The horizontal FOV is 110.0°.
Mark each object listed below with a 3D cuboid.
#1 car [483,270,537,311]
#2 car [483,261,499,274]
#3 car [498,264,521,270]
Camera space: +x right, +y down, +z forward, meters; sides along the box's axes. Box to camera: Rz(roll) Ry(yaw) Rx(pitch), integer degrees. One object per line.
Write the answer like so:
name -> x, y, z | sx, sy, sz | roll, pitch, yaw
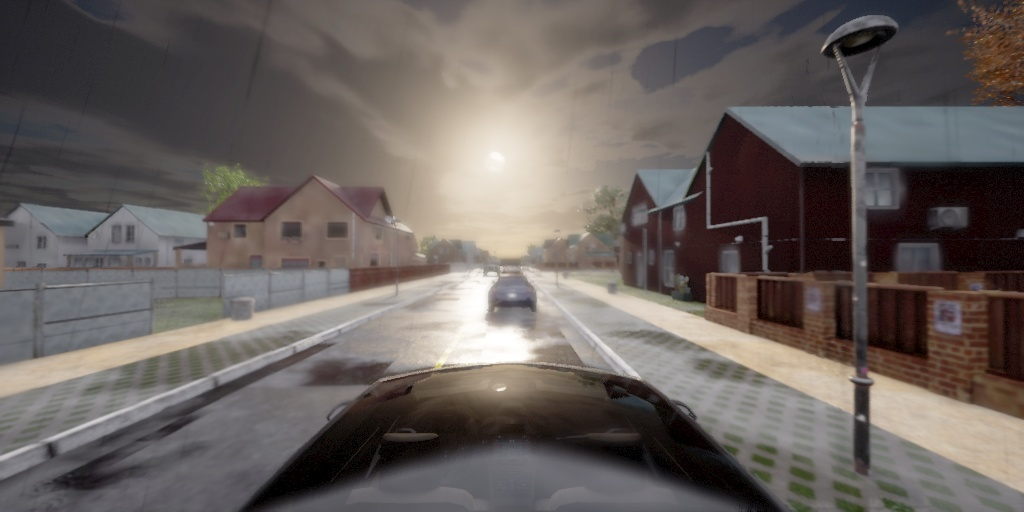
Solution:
car -> 0.023, 1.468, 15.315 | 1.994, 1.385, 4.181 | 0, -1, 0
car -> -2.751, 1.652, 49.380 | 2.150, 2.045, 5.566 | 0, -1, 0
car -> 0.032, 1.602, 31.115 | 1.882, 1.535, 5.008 | 0, -1, 1
